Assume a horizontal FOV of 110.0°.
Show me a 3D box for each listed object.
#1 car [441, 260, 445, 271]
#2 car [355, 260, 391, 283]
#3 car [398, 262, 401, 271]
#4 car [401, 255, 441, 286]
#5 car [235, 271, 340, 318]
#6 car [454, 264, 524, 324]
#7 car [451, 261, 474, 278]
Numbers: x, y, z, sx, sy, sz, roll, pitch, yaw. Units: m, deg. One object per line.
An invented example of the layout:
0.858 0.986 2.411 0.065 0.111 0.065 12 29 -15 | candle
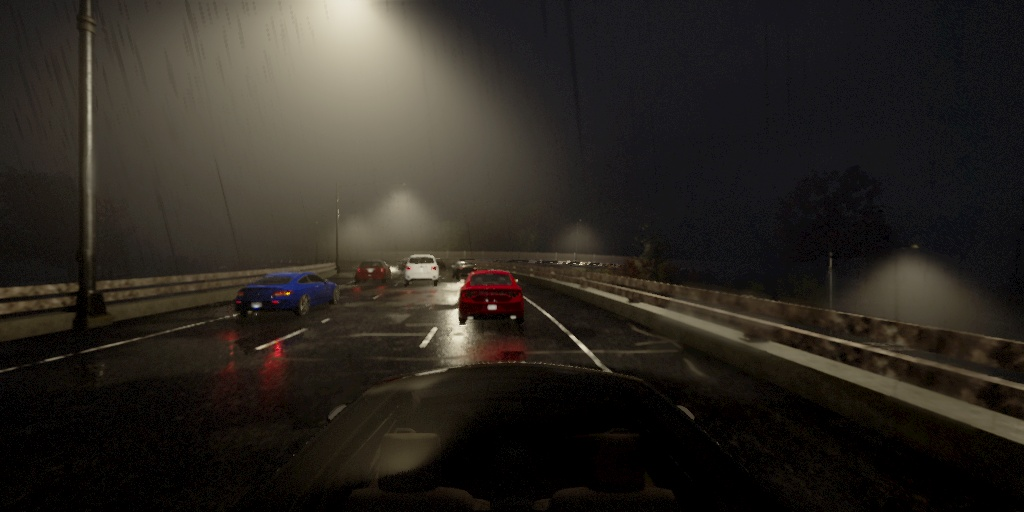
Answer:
-10.224 1.165 47.598 1.882 1.535 5.008 0 0 -24 | car
-10.532 1.074 27.430 2.097 1.767 4.553 0 0 -14 | car
-13.682 1.198 46.729 1.837 1.490 4.892 0 -1 -24 | car
-6.397 0.942 25.598 2.150 2.045 5.566 0 0 -13 | car
-7.878 1.270 12.979 1.812 1.442 4.674 0 0 -6 | car
-0.752 1.211 12.062 1.882 1.535 5.008 0 0 -5 | car
-4.046 1.197 30.360 2.128 1.511 4.902 0 0 -15 | car
